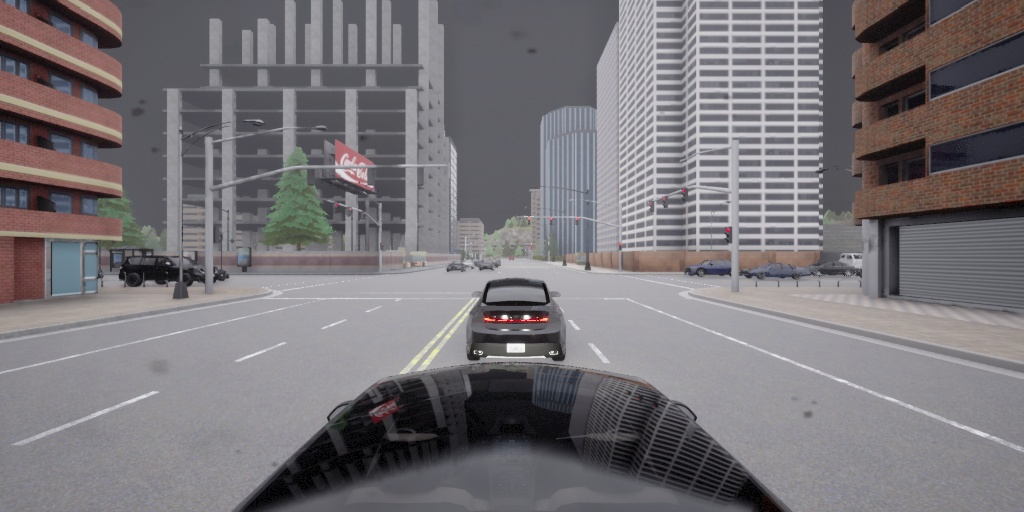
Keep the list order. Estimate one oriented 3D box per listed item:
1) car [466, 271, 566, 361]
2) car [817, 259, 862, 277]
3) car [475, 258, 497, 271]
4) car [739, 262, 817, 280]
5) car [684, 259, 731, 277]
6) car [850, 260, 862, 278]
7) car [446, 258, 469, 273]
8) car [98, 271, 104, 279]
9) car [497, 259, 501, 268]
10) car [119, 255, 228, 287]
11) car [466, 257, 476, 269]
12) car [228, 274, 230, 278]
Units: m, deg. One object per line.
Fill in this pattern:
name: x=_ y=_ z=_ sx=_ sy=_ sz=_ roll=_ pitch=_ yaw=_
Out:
car: x=0.095 y=1.255 z=8.268 sx=1.837 sy=1.490 sz=4.892 roll=0 pitch=0 yaw=1
car: x=30.272 y=1.255 z=34.719 sx=4.892 sy=1.490 sz=1.837 roll=0 pitch=0 yaw=0
car: x=-3.360 y=1.254 z=47.695 sx=1.837 sy=1.490 sz=4.892 roll=0 pitch=0 yaw=1
car: x=22.812 y=1.297 z=31.229 sx=5.357 sy=1.411 sz=2.033 roll=0 pitch=0 yaw=0
car: x=19.222 y=1.102 z=34.728 sx=4.553 sy=1.767 sz=2.097 roll=0 pitch=0 yaw=0
car: x=32.724 y=1.314 z=31.217 sx=4.181 sy=1.385 sz=1.994 roll=0 pitch=0 yaw=0
car: x=-6.881 y=1.313 z=44.368 sx=1.994 sy=1.385 sz=4.181 roll=0 pitch=0 yaw=0
car: x=-34.871 y=1.297 z=27.514 sx=5.357 sy=1.411 sz=2.033 roll=0 pitch=0 yaw=0
car: x=-3.277 y=1.227 z=60.678 sx=1.882 sy=1.535 sz=5.008 roll=0 pitch=0 yaw=1
car: x=-22.808 y=0.972 z=24.015 sx=5.566 sy=2.045 sz=2.150 roll=0 pitch=0 yaw=0
car: x=-6.820 y=1.275 z=54.636 sx=1.812 sy=1.442 sz=4.674 roll=0 pitch=0 yaw=0
car: x=-24.285 y=1.314 z=27.515 sx=4.181 sy=1.385 sz=1.994 roll=0 pitch=0 yaw=0
